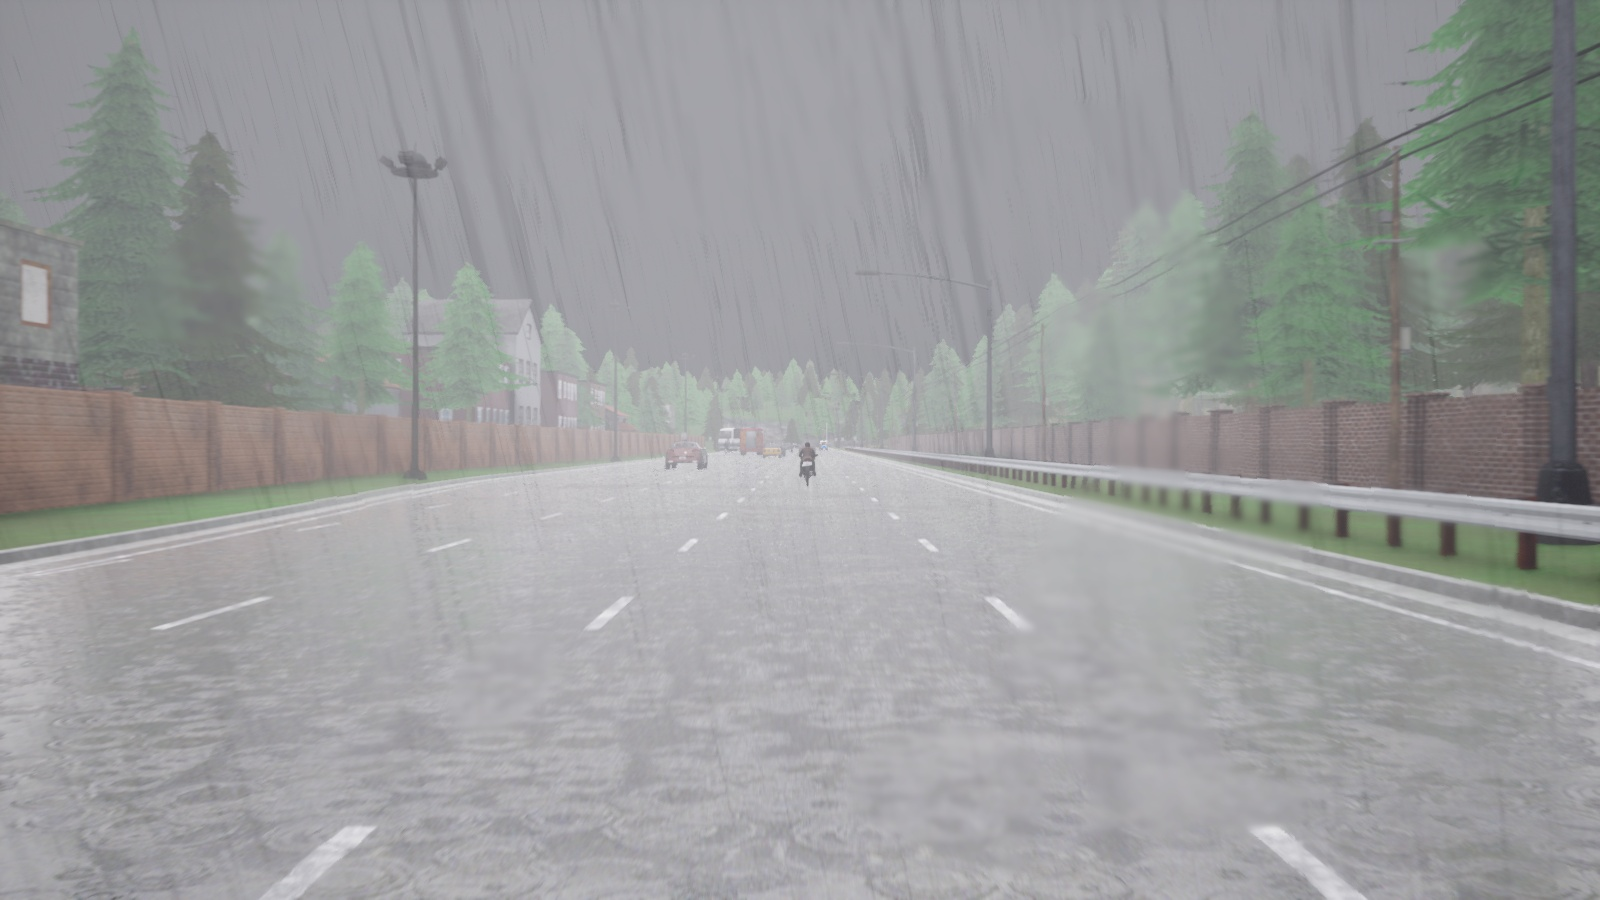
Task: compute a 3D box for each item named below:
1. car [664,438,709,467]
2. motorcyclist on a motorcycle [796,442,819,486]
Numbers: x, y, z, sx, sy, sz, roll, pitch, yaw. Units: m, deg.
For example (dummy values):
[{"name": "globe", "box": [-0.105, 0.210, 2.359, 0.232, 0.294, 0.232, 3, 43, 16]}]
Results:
[{"name": "car", "box": [-6.570, 0.112, 73.033, 2.152, 1.651, 5.027, 0, 0, 0]}, {"name": "motorcyclist on a motorcycle", "box": [0.267, 0.481, 44.411, 0.797, 1.523, 2.044, 0, 0, 0]}]
